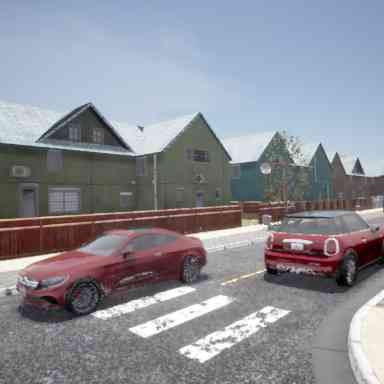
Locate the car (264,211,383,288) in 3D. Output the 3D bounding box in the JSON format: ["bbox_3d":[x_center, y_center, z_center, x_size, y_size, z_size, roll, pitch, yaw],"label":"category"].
[{"bbox_3d":[3.984,1.309,9.449,2.097,1.767,4.553,-2,-1,44],"label":"car"}]

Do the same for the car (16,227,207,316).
[{"bbox_3d":[-1.575,1.604,7.934,1.812,1.442,4.674,-2,-1,44],"label":"car"}]
